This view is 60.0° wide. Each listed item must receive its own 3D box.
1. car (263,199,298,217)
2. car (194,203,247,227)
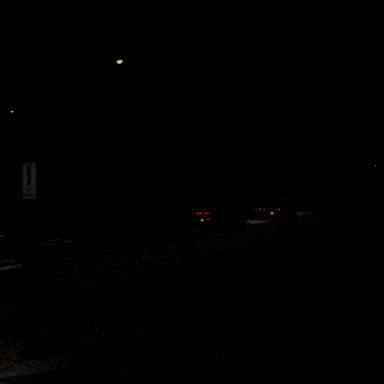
[{"bbox_3d":[8.463,1.583,31.533,1.895,1.301,4.718,-1,0,35],"label":"car"},{"bbox_3d":[2.020,1.489,22.466,1.837,1.490,4.892,-1,0,35],"label":"car"}]
